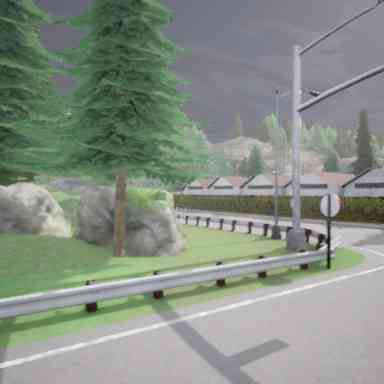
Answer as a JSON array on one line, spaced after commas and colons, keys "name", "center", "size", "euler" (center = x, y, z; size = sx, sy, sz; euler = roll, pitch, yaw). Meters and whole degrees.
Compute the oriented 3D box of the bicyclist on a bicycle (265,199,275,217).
[{"name": "bicyclist on a bicycle", "center": [7.386, 1.513, 31.216], "size": [1.656, 1.620, 0.582], "euler": [0, 0, -34]}]
